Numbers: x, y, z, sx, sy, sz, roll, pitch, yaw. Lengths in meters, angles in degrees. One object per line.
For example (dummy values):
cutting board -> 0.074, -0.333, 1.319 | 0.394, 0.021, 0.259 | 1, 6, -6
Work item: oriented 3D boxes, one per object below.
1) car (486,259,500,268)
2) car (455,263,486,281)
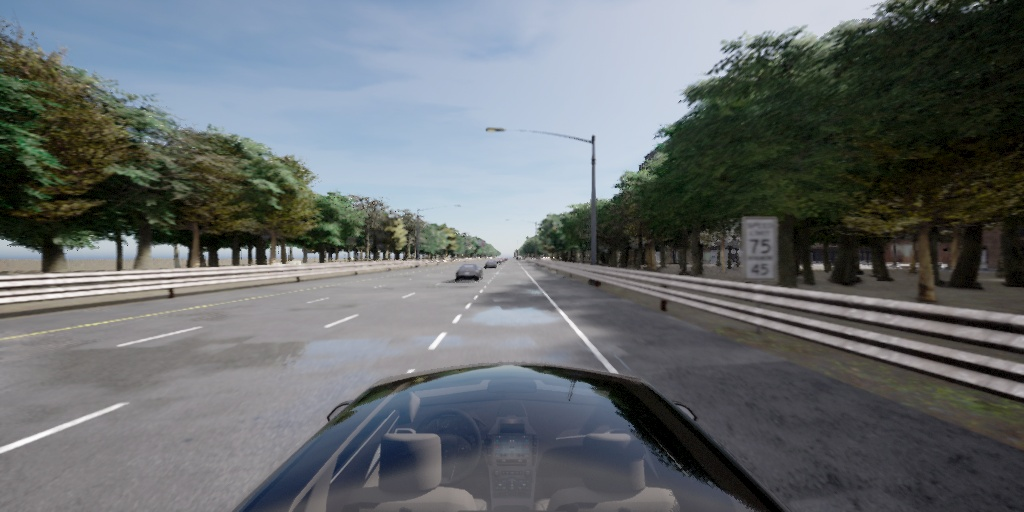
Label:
car -> -3.453, 1.360, 60.006 | 1.994, 1.385, 4.181 | 0, 0, 0
car -> -3.496, 1.324, 29.845 | 1.994, 1.385, 4.181 | 0, 0, 0
